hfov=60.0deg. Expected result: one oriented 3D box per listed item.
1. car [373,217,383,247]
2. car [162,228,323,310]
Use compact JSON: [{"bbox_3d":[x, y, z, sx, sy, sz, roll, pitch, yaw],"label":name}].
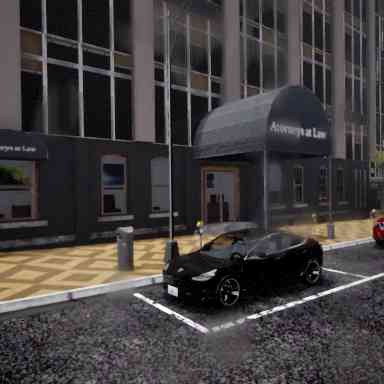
[{"bbox_3d":[9.633,1.309,14.045,5.009,1.841,2.192,0,-1,-37],"label":"car"},{"bbox_3d":[1.360,1.564,7.838,4.313,1.339,1.947,0,-1,-37],"label":"car"}]
